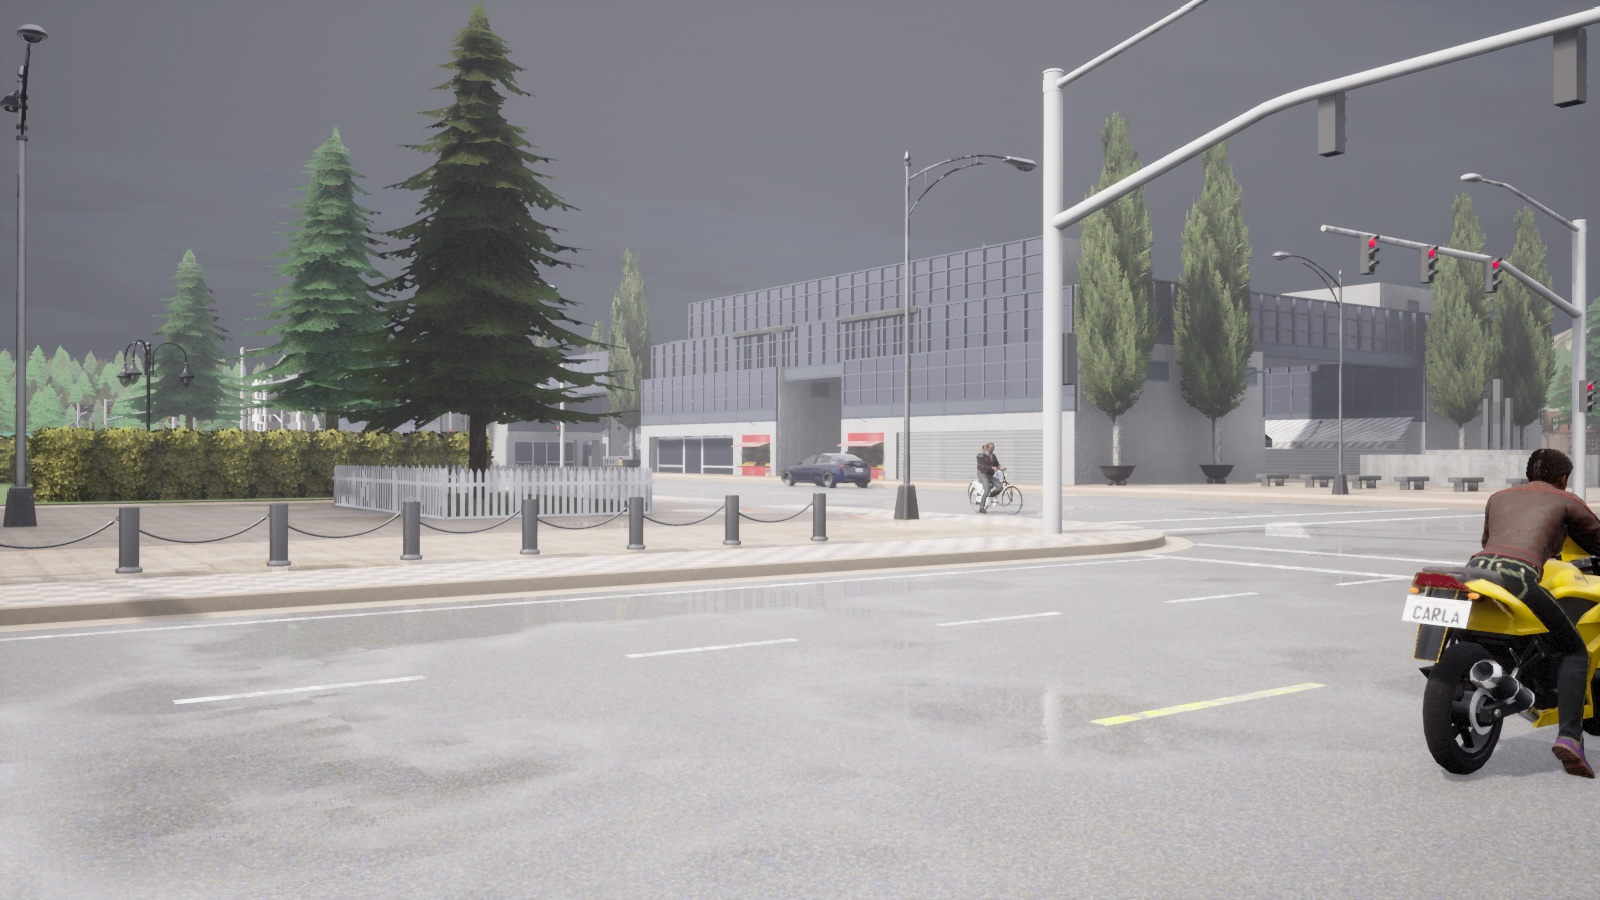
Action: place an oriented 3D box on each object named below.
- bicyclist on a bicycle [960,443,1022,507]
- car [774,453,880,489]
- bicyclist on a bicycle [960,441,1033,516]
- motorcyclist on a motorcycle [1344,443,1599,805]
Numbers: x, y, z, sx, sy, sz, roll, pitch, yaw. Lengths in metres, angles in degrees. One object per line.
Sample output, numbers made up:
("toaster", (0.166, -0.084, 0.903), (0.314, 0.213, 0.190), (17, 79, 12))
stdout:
("bicyclist on a bicycle", (5.441, 0.692, 35.879), (0.659, 1.776, 1.843), (0, 0, -35))
("car", (1.105, 0.875, 54.327), (2.163, 1.488, 4.792), (0, 0, -35))
("bicyclist on a bicycle", (4.793, 0.680, 30.691), (0.659, 1.776, 1.843), (0, 0, -35))
("motorcyclist on a motorcycle", (3.643, 0.734, 6.198), (2.044, 1.523, 0.797), (0, 0, -35))
